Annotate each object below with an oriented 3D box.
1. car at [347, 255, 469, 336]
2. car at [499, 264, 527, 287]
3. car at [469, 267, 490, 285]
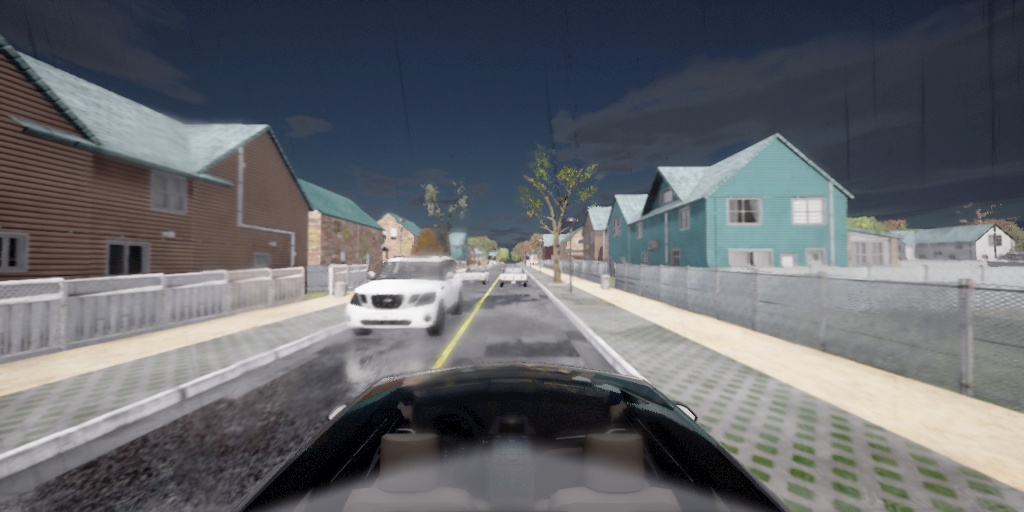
[{"bbox_3d":[-2.829,1.005,10.842,2.150,2.045,5.566,0,0,0],"label":"car"},{"bbox_3d":[0.104,1.467,25.976,1.895,1.301,4.718,0,0,0],"label":"car"},{"bbox_3d":[-2.735,1.471,27.078,1.895,1.301,4.718,0,0,1],"label":"car"}]
